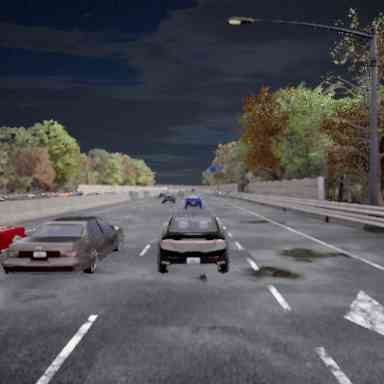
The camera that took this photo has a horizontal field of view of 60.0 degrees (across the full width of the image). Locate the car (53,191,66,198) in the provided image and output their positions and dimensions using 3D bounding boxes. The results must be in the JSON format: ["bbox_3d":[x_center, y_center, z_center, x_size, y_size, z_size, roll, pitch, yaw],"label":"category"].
[{"bbox_3d":[-27.546,0.485,70.090,2.097,1.767,4.553,0,1,2],"label":"car"}]

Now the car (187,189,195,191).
[{"bbox_3d":[0.328,0.669,75.388,1.994,1.385,4.181,0,1,0],"label":"car"}]

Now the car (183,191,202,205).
[{"bbox_3d":[0.170,1.014,39.435,1.882,1.535,5.008,0,1,0],"label":"car"}]

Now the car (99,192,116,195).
[{"bbox_3d":[-17.196,0.636,70.014,2.033,1.411,5.357,0,1,0],"label":"car"}]

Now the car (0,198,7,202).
[{"bbox_3d":[-17.453,1.245,28.794,1.812,1.442,4.674,0,1,1],"label":"car"}]

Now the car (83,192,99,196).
[{"bbox_3d":[-20.696,0.661,70.030,1.994,1.385,4.181,0,1,0],"label":"car"}]

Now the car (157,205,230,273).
[{"bbox_3d":[0.045,1.370,10.253,2.128,1.511,4.902,0,1,0],"label":"car"}]

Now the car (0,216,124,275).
[{"bbox_3d":[-3.459,1.439,10.094,2.033,1.411,5.357,0,1,0],"label":"car"}]

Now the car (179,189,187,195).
[{"bbox_3d":[-3.094,0.444,93.292,2.128,1.511,4.902,0,1,0],"label":"car"}]

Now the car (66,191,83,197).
[{"bbox_3d":[-24.196,0.620,70.045,1.837,1.490,4.892,0,1,0],"label":"car"}]

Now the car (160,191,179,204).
[{"bbox_3d":[-3.284,0.936,49.611,1.837,1.490,4.892,0,1,0],"label":"car"}]
